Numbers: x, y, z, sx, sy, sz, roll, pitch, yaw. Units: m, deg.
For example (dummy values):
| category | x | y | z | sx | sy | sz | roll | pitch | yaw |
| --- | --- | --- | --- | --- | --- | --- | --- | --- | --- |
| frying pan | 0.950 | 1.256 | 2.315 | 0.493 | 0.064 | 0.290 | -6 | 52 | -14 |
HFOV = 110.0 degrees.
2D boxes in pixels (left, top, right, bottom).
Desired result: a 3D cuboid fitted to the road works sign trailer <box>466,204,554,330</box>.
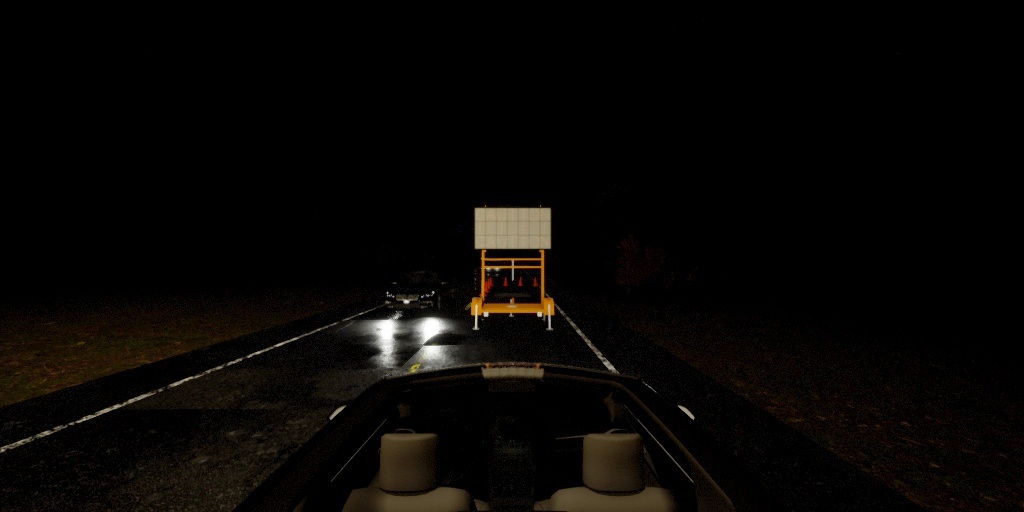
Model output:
| category | x | y | z | sx | sy | sz | roll | pitch | yaw |
| --- | --- | --- | --- | --- | --- | --- | --- | --- | --- |
| road works sign trailer | 0.028 | 0.215 | 11.119 | 2.380 | 3.560 | 2.880 | 0 | 0 | 0 |

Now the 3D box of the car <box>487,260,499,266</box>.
| category | x | y | z | sx | sy | sz | roll | pitch | yaw |
| --- | --- | --- | --- | --- | --- | --- | --- | --- | --- |
| car | -3.318 | 1.315 | 62.436 | 1.812 | 1.442 | 4.674 | 0 | 0 | 0 |

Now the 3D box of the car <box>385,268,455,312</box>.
| category | x | y | z | sx | sy | sz | roll | pitch | yaw |
| --- | --- | --- | --- | --- | --- | --- | --- | --- | --- |
| car | -3.463 | 1.256 | 14.240 | 1.837 | 1.490 | 4.892 | 0 | 0 | 0 |
